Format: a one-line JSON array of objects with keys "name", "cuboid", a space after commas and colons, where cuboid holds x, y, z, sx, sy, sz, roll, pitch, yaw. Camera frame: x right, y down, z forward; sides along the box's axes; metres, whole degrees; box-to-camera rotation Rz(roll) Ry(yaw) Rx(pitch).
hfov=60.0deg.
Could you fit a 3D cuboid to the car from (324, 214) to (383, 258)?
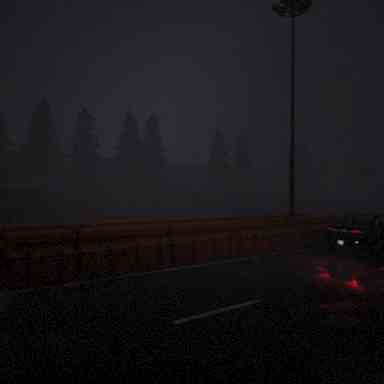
[{"name": "car", "cuboid": [7.347, 1.626, 13.390, 4.902, 1.511, 2.128, 1, 0, -35]}]
